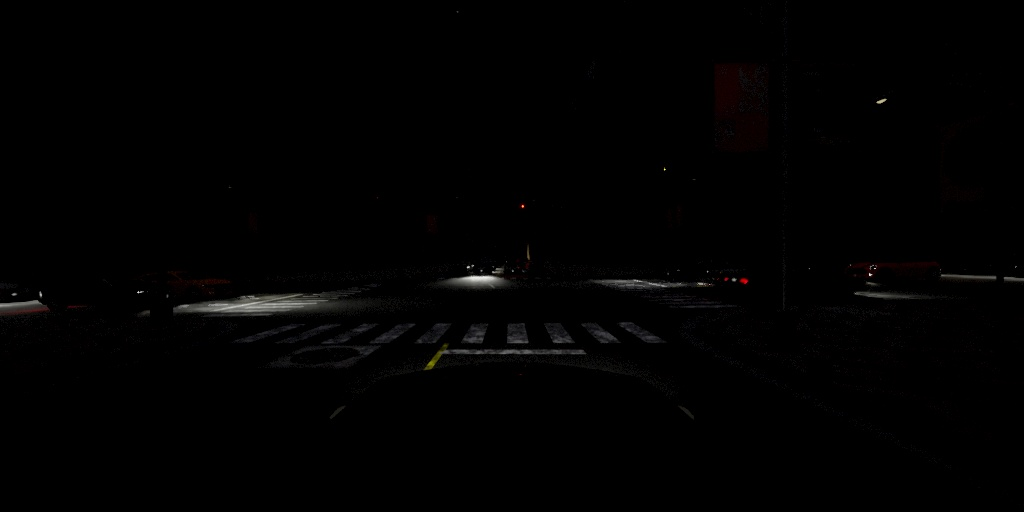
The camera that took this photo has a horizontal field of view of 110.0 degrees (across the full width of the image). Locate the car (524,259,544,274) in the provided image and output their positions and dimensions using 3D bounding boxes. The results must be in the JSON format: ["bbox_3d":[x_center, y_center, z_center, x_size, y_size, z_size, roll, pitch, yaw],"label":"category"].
[{"bbox_3d":[2.713,1.305,41.246,2.007,1.370,4.403,0,0,0],"label":"car"}]

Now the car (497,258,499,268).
[{"bbox_3d":[-3.188,1.305,49.032,2.033,1.411,5.357,0,0,0],"label":"car"}]

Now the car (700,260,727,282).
[{"bbox_3d":[14.831,1.059,22.537,4.718,1.301,1.895,-1,0,0],"label":"car"}]

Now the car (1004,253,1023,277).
[{"bbox_3d":[34.685,0.639,22.563,4.674,1.442,1.812,-1,0,0],"label":"car"}]

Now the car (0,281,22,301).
[{"bbox_3d":[-28.684,1.783,18.995,4.674,1.442,1.812,-1,0,0],"label":"car"}]

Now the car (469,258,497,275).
[{"bbox_3d":[-3.135,1.246,39.173,2.128,1.511,4.902,0,0,0],"label":"car"}]

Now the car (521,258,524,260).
[{"bbox_3d":[2.655,1.303,52.135,1.888,1.381,4.507,0,0,0],"label":"car"}]

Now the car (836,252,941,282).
[{"bbox_3d":[23.792,0.652,22.554,4.553,1.767,2.097,-1,0,0],"label":"car"}]

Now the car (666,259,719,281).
[{"bbox_3d":[13.688,0.964,25.794,4.902,1.511,2.128,-1,0,0],"label":"car"}]

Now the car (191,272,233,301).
[{"bbox_3d":[-17.657,1.527,19.022,5.008,1.535,1.882,-1,0,2],"label":"car"}]

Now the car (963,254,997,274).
[{"bbox_3d":[35.679,0.569,25.818,5.008,1.535,1.882,-1,0,0],"label":"car"}]

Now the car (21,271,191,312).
[{"bbox_3d":[-17.633,1.546,15.778,4.902,1.511,2.128,-1,0,2],"label":"car"}]

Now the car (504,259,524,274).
[{"bbox_3d":[0.057,1.356,42.025,1.895,1.301,4.718,0,0,0],"label":"car"}]

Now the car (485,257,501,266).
[{"bbox_3d":[-3.230,1.287,59.090,1.812,1.442,4.674,0,0,0],"label":"car"}]

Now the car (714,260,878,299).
[{"bbox_3d":[12.303,1.061,15.827,5.357,1.411,2.033,-1,0,0],"label":"car"}]

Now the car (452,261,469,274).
[{"bbox_3d":[-5.812,1.305,41.204,2.007,1.370,4.403,0,0,0],"label":"car"}]
